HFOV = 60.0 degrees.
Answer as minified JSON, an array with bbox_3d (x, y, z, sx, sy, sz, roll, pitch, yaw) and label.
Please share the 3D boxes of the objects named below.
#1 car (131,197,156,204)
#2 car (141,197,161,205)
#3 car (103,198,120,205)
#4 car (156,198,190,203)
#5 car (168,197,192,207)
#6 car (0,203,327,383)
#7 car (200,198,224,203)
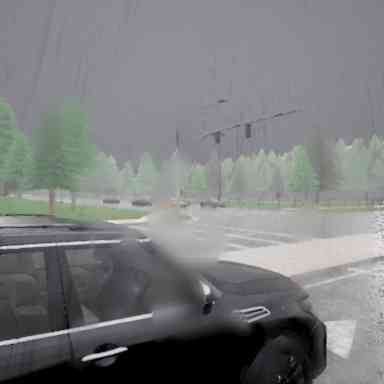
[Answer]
[{"bbox_3d":[-7.810,1.709,52.567,1.895,1.301,4.718,0,0,-35],"label":"car"},{"bbox_3d":[-8.076,1.666,65.283,1.812,1.442,4.674,0,0,-35],"label":"car"},{"bbox_3d":[-15.360,1.710,63.472,1.895,1.301,4.718,0,0,-35],"label":"car"},{"bbox_3d":[-2.452,1.585,44.917,1.882,1.535,5.008,0,0,-35],"label":"car"},{"bbox_3d":[-2.096,1.665,56.639,1.812,1.442,4.674,0,0,-35],"label":"car"},{"bbox_3d":[-1.219,1.224,2.886,5.566,2.045,2.150,0,0,-34],"label":"car"},{"bbox_3d":[2.986,1.664,49.356,1.812,1.442,4.674,0,0,-35],"label":"car"}]
